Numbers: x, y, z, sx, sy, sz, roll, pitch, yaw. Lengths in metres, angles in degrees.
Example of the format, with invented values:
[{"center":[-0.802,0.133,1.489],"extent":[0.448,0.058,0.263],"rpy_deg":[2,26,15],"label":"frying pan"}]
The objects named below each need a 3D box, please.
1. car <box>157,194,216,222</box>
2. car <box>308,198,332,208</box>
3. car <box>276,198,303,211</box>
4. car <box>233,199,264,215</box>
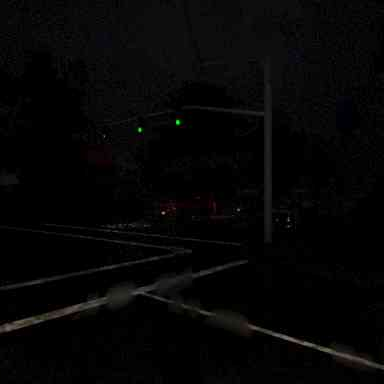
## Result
[{"center":[-0.337,1.221,27.008],"extent":[2.150,2.045,5.566],"rpy_deg":[0,0,41],"label":"car"},{"center":[18.905,1.601,49.120],"extent":[1.895,1.301,4.718],"rpy_deg":[0,0,41],"label":"car"},{"center":[12.272,1.526,41.512],"extent":[1.812,1.442,4.674],"rpy_deg":[0,0,41],"label":"car"},{"center":[6.173,1.491,34.493],"extent":[2.128,1.511,4.902],"rpy_deg":[0,0,41],"label":"car"}]
